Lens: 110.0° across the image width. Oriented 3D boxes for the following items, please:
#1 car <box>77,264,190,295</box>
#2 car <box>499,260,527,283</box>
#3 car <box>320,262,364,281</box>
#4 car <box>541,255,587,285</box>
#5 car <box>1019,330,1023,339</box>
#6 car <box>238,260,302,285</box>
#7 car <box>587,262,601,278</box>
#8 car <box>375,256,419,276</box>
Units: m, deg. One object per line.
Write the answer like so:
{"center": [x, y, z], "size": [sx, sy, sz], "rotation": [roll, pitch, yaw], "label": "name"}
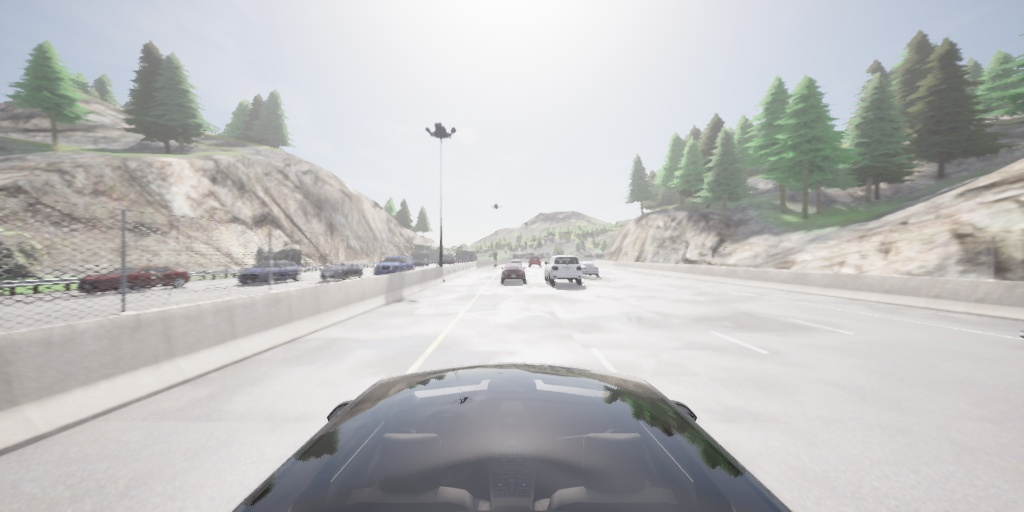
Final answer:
{"center": [-21.079, 1.236, 20.269], "size": [1.882, 1.535, 5.008], "rotation": [0, 0, 0], "label": "car"}
{"center": [0.113, 1.286, 27.997], "size": [1.812, 1.442, 4.674], "rotation": [0, 0, 0], "label": "car"}
{"center": [-14.059, 1.255, 29.886], "size": [2.128, 1.511, 4.902], "rotation": [0, 0, 0], "label": "car"}
{"center": [3.613, 0.979, 25.970], "size": [2.150, 2.045, 5.566], "rotation": [0, 0, 0], "label": "car"}
{"center": [10.597, 1.351, 4.630], "size": [1.895, 1.301, 4.718], "rotation": [0, 0, 0], "label": "car"}
{"center": [-17.571, 1.112, 26.233], "size": [2.097, 1.767, 4.553], "rotation": [0, 0, 0], "label": "car"}
{"center": [7.116, 1.287, 34.601], "size": [1.812, 1.442, 4.674], "rotation": [0, 0, 0], "label": "car"}
{"center": [-10.556, 0.987, 32.749], "size": [2.150, 2.045, 5.566], "rotation": [0, 0, 0], "label": "car"}
